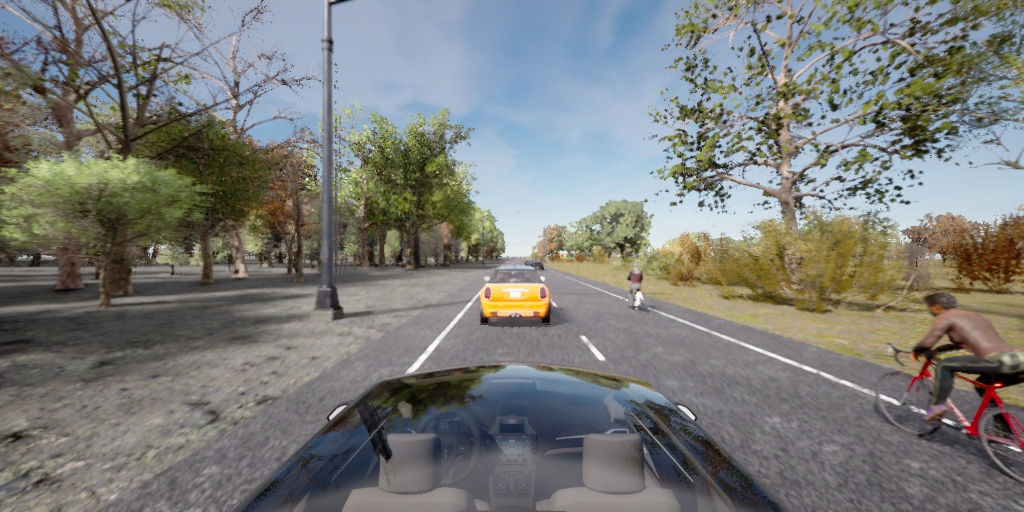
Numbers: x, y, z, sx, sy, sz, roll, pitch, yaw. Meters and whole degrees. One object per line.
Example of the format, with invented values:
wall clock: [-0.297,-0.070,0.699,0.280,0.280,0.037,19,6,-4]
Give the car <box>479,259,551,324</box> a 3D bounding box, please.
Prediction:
car: [0.096,1.107,12.203,2.097,1.767,4.553,0,0,0]

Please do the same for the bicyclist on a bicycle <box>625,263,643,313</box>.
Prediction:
bicyclist on a bicycle: [4.464,1.126,13.180,0.659,1.776,1.843,0,0,0]

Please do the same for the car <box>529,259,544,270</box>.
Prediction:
car: [3.588,1.281,52.607,1.837,1.490,4.892,0,0,0]

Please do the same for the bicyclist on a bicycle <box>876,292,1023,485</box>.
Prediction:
bicyclist on a bicycle: [4.466,1.204,3.581,0.582,1.620,1.656,0,0,0]
